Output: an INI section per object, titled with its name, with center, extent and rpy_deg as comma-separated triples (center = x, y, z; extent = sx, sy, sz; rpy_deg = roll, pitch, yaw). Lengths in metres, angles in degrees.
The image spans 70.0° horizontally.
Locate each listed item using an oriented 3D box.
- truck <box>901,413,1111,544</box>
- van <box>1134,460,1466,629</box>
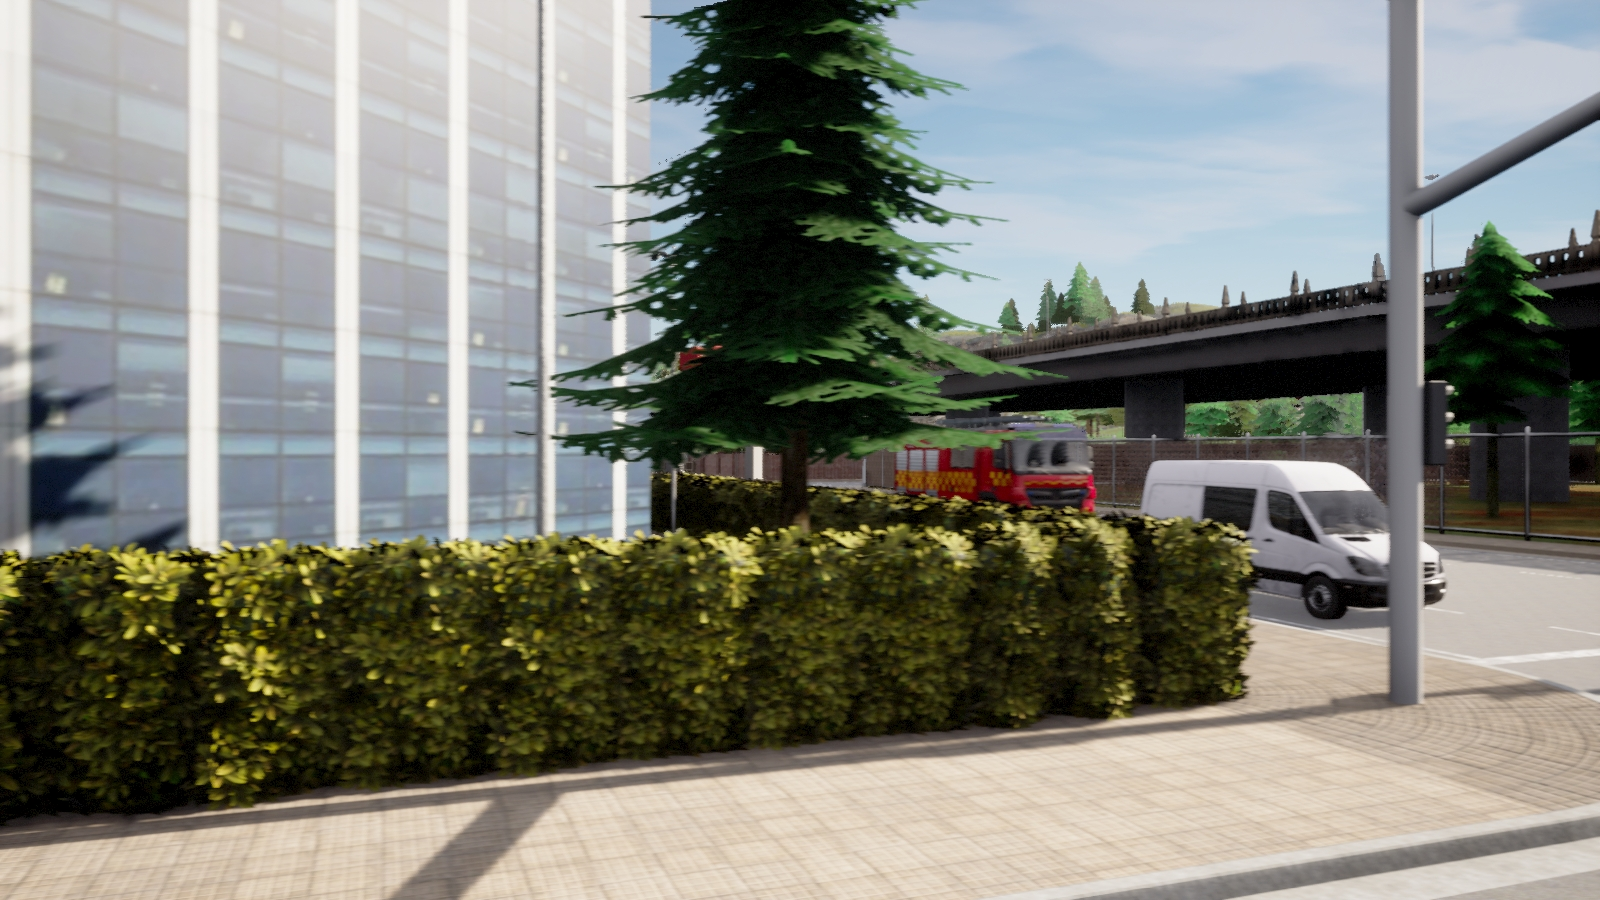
[truck]
center = 6.494, 0.835, 37.748
extent = 2.891, 3.827, 8.468
rpy_deg = 0, 0, -21
[van]
center = 8.711, 1.480, 20.729
extent = 1.988, 2.561, 5.915
rpy_deg = 0, 0, -20
